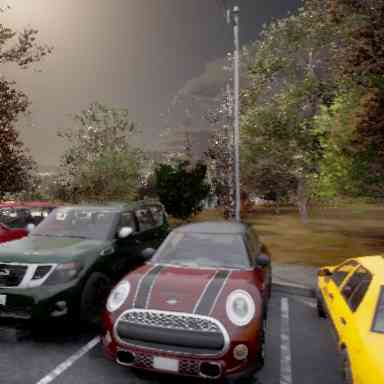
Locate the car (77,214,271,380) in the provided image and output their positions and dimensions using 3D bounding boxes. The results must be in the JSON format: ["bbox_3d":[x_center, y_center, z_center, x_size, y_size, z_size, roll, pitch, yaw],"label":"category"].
[{"bbox_3d":[0.287,1.384,5.941,2.185,1.767,4.553,0,-1,15],"label":"car"}]

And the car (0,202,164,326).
[{"bbox_3d":[-2.156,1.269,7.589,2.435,2.045,5.566,0,-1,15],"label":"car"}]

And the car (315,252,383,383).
[{"bbox_3d":[2.744,1.491,4.378,1.946,1.575,5.366,0,-1,15],"label":"car"}]
